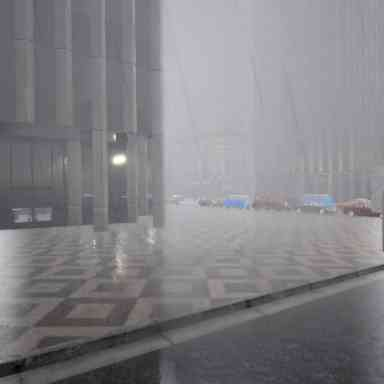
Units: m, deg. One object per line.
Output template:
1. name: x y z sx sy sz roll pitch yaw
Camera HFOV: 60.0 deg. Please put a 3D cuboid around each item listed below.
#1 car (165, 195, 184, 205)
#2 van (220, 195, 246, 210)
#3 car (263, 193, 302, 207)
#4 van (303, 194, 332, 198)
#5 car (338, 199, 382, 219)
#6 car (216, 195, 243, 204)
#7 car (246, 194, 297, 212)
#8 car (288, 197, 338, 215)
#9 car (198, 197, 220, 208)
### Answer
1. car: -3.776 1.440 55.855 2.008 1.369 4.403 -1 1 -36
2. van: 5.864 1.295 42.371 1.690 1.788 3.998 -1 1 -36
3. car: 12.812 1.131 47.320 2.192 1.841 5.009 -1 1 -36
4. van: 16.025 1.179 42.826 1.690 1.788 3.998 -1 1 -36
5. car: 15.509 1.567 28.890 1.887 1.381 4.507 -1 1 -36
6. car: 6.291 1.297 56.451 1.752 1.417 4.829 -1 1 -36
7. car: 9.079 1.291 37.876 2.192 1.841 5.009 -1 1 -36
8. car: 12.295 1.550 33.384 2.008 1.369 4.403 -1 1 -36
9. car: 2.652 1.372 46.865 1.967 1.590 4.097 -1 1 -36
